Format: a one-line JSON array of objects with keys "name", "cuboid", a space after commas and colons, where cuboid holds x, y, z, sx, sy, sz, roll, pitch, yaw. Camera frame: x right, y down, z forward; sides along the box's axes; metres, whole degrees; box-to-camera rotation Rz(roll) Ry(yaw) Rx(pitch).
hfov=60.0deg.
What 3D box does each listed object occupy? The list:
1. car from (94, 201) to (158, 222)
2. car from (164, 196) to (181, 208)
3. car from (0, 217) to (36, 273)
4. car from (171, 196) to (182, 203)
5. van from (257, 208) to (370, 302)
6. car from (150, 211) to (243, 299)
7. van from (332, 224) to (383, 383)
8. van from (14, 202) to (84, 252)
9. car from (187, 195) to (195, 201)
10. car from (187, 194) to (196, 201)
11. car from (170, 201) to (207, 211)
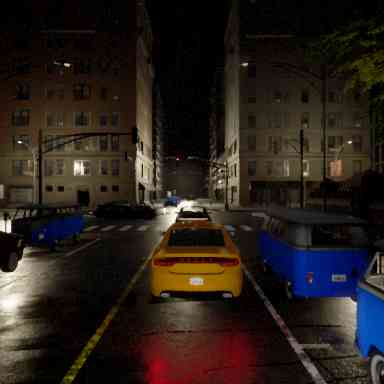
[{"name": "car", "cuboid": [-4.995, 1.577, 25.712, 4.718, 1.301, 1.895, 0, 0, -1]}, {"name": "car", "cuboid": [-3.050, 1.463, 48.917, 1.882, 1.535, 5.008, 0, 0, 0]}, {"name": "car", "cuboid": [-5.822, 1.544, 7.980, 1.887, 1.381, 4.507, 0, 0, 0]}, {"name": "car", "cuboid": [-3.141, 1.522, 69.690, 2.033, 1.411, 5.357, 0, 0, -1]}, {"name": "van", "cuboid": [2.705, 1.340, 7.952, 1.690, 1.788, 3.998, 0, 0, 0]}, {"name": "car", "cuboid": [0.114, 1.477, 8.540, 1.882, 1.535, 5.008, 0, 0, 1]}, {"name": "van", "cuboid": [2.680, 1.341, 2.295, 1.690, 1.788, 3.998, 0, 0, 0]}, {"name": "van", "cuboid": [-5.796, 1.338, 13.640, 1.690, 1.788, 3.998, 0, 0, 0]}, {"name": "car", "cuboid": [-0.313, 1.584, 89.208, 1.895, 1.301, 4.718, 0, 0, -1]}, {"name": "car", "cuboid": [-0.226, 1.340, 79.427, 2.097, 1.767, 4.553, 0, 0, -1]}, {"name": "car", "cuboid": [0.075, 1.486, 17.959, 2.128, 1.511, 4.902, 0, 0, 0]}]
